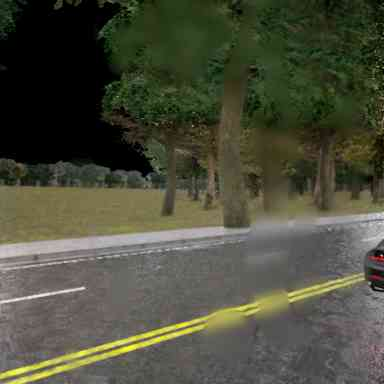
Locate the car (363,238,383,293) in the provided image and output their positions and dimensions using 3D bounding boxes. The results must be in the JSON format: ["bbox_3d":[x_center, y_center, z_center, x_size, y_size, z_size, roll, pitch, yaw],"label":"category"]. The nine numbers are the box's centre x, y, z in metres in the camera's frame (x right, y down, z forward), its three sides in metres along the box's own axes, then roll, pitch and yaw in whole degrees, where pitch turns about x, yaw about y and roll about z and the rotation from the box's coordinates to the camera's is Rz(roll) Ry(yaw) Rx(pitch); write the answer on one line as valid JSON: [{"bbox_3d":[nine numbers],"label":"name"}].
[{"bbox_3d":[5.810,1.482,7.583,4.892,1.490,1.837,0,0,-36],"label":"car"}]
